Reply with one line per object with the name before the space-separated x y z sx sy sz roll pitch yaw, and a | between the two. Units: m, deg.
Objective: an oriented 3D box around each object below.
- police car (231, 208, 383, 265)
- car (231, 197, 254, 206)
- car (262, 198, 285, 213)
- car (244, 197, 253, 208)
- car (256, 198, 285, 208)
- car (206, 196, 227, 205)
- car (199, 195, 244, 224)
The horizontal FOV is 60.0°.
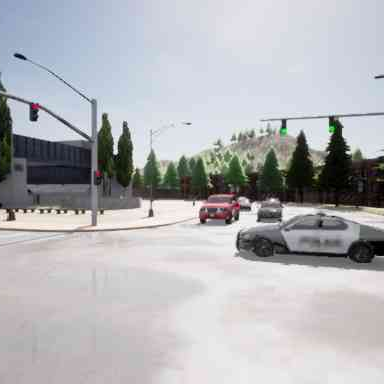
police car | 4.107 1.508 11.633 4.974 1.542 2.038 0 0 18
car | 8.549 1.544 56.765 2.033 1.411 5.357 0 0 -14
car | 9.390 1.489 38.660 2.128 1.511 4.902 0 0 8
car | 6.071 1.545 39.406 2.033 1.411 5.357 0 0 8
car | 6.320 1.503 26.682 1.837 1.490 4.892 0 0 17
car | 4.301 1.481 59.146 1.882 1.535 5.008 0 0 -20
car | 2.201 1.220 25.144 2.150 2.045 5.566 0 0 18
